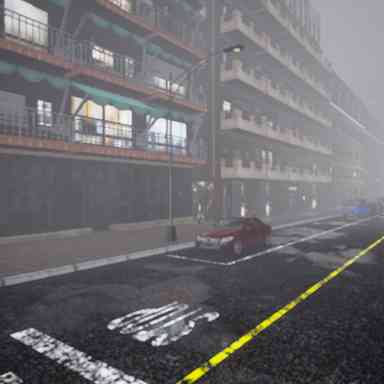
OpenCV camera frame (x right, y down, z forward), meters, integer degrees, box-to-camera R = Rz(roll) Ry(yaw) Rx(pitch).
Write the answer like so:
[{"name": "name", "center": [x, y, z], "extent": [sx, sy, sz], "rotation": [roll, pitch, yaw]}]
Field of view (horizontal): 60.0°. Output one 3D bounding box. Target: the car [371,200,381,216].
[{"name": "car", "center": [18.711, 1.786, 35.733], "extent": [1.802, 1.307, 4.206], "rotation": [-1, -1, 37]}]

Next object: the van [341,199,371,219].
[{"name": "van", "center": [15.295, 1.515, 31.217], "extent": [1.690, 1.788, 3.998], "rotation": [-1, -1, 37]}]

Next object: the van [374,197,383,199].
[{"name": "van", "center": [25.526, 1.607, 44.784], "extent": [1.690, 1.788, 3.998], "rotation": [-1, -1, 37]}]

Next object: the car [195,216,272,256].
[{"name": "car", "center": [1.830, 1.638, 13.388], "extent": [1.802, 1.307, 4.206], "rotation": [-1, -1, 37]}]

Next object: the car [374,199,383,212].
[{"name": "car", "center": [22.122, 1.817, 40.254], "extent": [1.802, 1.307, 4.206], "rotation": [-1, -1, 37]}]
